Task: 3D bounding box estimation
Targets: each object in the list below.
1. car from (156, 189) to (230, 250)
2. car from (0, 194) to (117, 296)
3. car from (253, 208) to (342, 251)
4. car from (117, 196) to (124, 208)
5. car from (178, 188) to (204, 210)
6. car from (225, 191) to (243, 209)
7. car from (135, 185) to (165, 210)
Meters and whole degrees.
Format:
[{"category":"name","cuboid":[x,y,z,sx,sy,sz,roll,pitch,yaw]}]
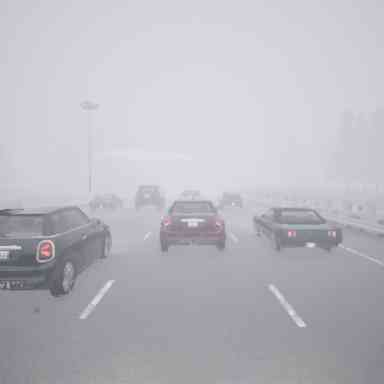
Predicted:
[{"category":"car","cuboid":[0.015,0.954,12.349,2.097,1.767,4.553,0,2,0]},{"category":"car","cuboid":[-3.460,1.081,8.106,2.097,1.767,4.553,0,2,0]},{"category":"car","cuboid":[3.516,1.211,12.078,1.895,1.301,4.718,0,2,0]},{"category":"car","cuboid":[-7.080,0.820,28.106,1.895,1.301,4.718,0,1,0]},{"category":"car","cuboid":[-0.089,0.547,29.593,2.097,1.767,4.553,0,1,0]},{"category":"car","cuboid":[3.408,0.694,29.975,1.837,1.490,4.892,0,1,0]},{"category":"car","cuboid":[-3.586,0.424,29.058,2.150,2.045,5.566,0,1,0]}]
